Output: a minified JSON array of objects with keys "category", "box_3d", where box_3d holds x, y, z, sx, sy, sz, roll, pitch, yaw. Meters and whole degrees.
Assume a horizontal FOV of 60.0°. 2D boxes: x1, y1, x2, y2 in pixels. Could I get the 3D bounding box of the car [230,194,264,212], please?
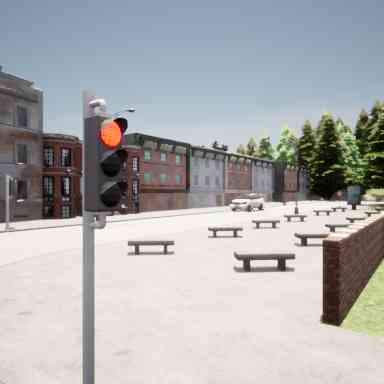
[{"category":"car","box_3d":[6.496,1.220,38.618,2.150,2.045,5.566,0,0,35]}]
